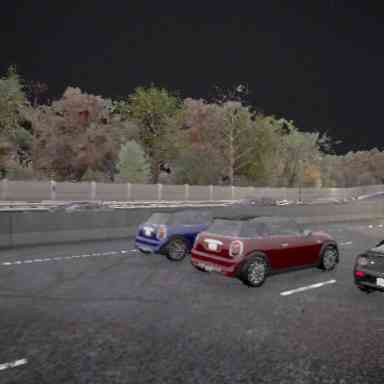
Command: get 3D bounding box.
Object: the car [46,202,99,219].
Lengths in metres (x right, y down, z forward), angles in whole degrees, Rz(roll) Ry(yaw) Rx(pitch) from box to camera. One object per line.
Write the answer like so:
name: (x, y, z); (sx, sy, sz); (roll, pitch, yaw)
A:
car: (-10.932, 1.637, 30.583); (4.181, 1.385, 1.994); (1, 0, -35)

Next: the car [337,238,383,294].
car: (5.589, 1.602, 7.734); (4.674, 1.442, 1.812); (1, 0, -35)

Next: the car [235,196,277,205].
car: (5.180, 1.408, 29.172); (5.566, 2.045, 2.150); (1, 0, -35)

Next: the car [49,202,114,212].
car: (-8.014, 1.566, 24.067); (4.892, 1.490, 1.837); (1, 0, -35)

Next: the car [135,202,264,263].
car: (0.248, 1.414, 12.520); (4.553, 1.767, 2.097); (1, 0, -35)

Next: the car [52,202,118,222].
car: (-8.880, 1.579, 27.749); (4.892, 1.490, 1.837); (1, -1, -35)

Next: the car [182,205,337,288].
car: (2.257, 1.414, 9.655); (4.553, 1.767, 2.097); (1, 0, -35)
